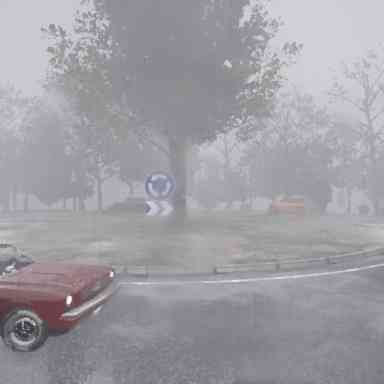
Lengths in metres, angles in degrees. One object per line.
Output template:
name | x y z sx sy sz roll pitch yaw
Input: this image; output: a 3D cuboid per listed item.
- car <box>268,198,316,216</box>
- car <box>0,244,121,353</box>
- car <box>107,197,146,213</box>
car | 9.849 1.349 33.112 2.097 1.767 4.553 0 0 -42
car | -3.716 1.600 5.765 4.718 1.301 1.895 0 0 10
car | -6.971 1.349 36.650 4.553 1.767 2.097 0 0 -16
